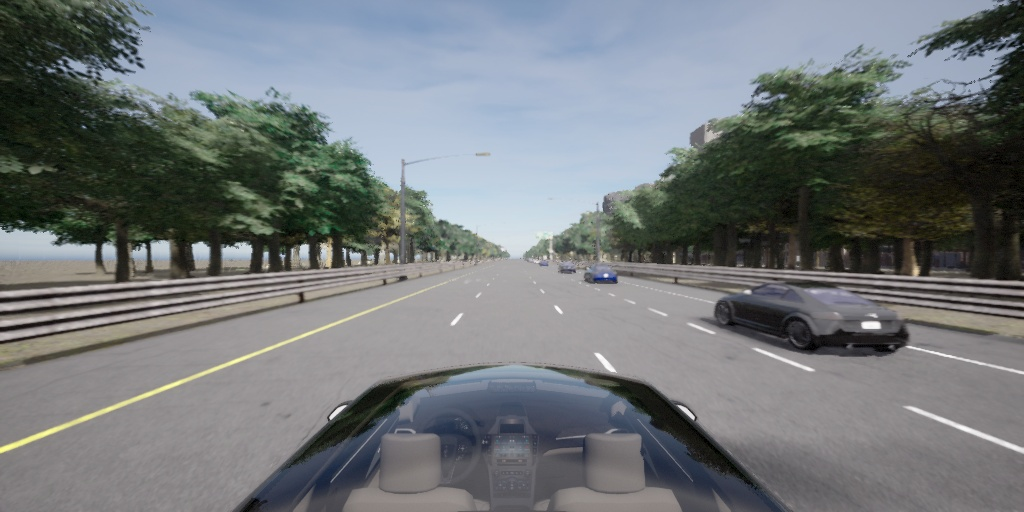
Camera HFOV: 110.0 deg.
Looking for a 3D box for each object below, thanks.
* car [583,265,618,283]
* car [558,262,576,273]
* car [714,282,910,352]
[{"bbox_3d":[7.033,1.408,28.789,1.994,1.385,4.181,0,0,0],"label":"car"},{"bbox_3d":[7.101,1.481,46.780,2.033,1.411,5.357,0,0,0],"label":"car"},{"bbox_3d":[7.000,1.329,8.992,1.994,1.385,4.181,0,0,0],"label":"car"}]
